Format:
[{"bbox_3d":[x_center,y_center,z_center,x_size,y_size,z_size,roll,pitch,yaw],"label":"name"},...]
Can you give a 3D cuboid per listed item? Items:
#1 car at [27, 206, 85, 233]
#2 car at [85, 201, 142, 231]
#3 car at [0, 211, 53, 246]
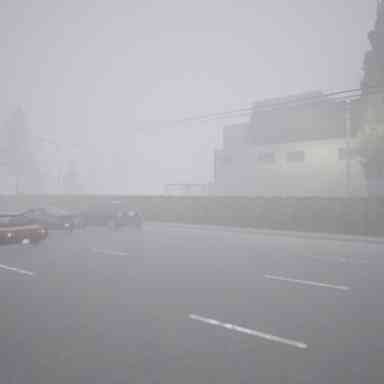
[{"bbox_3d":[-8.346,1.534,18.528,4.674,1.442,1.812,0,0,35],"label":"car"},{"bbox_3d":[-5.269,1.360,20.646,4.553,1.767,2.097,0,0,36],"label":"car"},{"bbox_3d":[-8.245,1.608,14.171,4.718,1.301,1.895,0,0,36],"label":"car"}]
